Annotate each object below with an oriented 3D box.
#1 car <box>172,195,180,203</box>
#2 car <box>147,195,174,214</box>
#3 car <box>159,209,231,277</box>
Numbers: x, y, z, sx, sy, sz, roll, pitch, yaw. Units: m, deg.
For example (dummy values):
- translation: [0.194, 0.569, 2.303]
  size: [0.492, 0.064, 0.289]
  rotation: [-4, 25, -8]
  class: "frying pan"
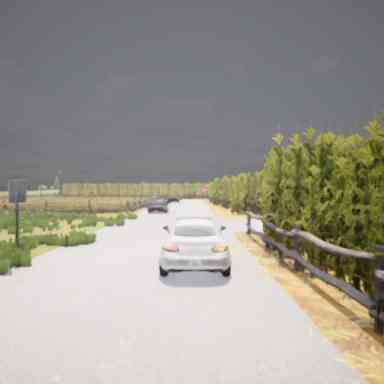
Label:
- translation: [-3.117, 1.186, 57.138]
  size: [1.895, 1.301, 4.718]
  rotation: [0, 0, 0]
  class: "car"
- translation: [-3.187, 1.312, 32.268]
  size: [2.033, 1.411, 5.357]
  rotation: [0, 0, -1]
  class: "car"
- translation: [0.077, 1.453, 9.901]
  size: [1.812, 1.442, 4.674]
  rotation: [0, 0, 0]
  class: "car"
